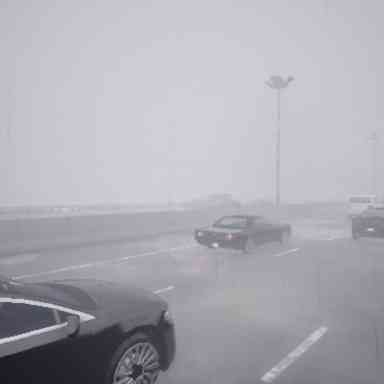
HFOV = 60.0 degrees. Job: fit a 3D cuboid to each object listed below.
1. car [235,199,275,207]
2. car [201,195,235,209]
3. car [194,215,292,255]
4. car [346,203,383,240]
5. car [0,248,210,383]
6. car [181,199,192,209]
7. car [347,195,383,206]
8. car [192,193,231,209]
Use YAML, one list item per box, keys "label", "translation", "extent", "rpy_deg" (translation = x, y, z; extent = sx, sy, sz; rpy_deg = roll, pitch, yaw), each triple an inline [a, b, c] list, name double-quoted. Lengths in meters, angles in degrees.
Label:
- label: "car"
  translation: [7.090, 1.500, 35.623]
  extent: [1.882, 1.535, 5.008]
  rpy_deg: [1, 0, 41]
- label: "car"
  translation: [3.636, 1.469, 36.969]
  extent: [1.882, 1.535, 5.008]
  rpy_deg: [1, 0, 41]
- label: "car"
  translation: [2.280, 1.604, 13.530]
  extent: [1.895, 1.301, 4.718]
  rpy_deg: [1, 0, 41]
- label: "car"
  translation: [9.506, 1.540, 16.598]
  extent: [1.882, 1.535, 5.008]
  rpy_deg: [1, 0, 41]
- label: "car"
  translation: [-2.211, 1.467, 2.929]
  extent: [2.128, 1.511, 4.902]
  rpy_deg: [1, 0, 41]
- label: "car"
  translation: [0.505, 1.521, 44.073]
  extent: [1.994, 1.385, 4.181]
  rpy_deg: [1, 0, 41]
- label: "car"
  translation: [14.859, 1.318, 28.249]
  extent: [2.150, 2.045, 5.566]
  rpy_deg: [1, 0, 40]
- label: "car"
  translation: [2.991, 1.203, 41.598]
  extent: [2.150, 2.045, 5.566]
  rpy_deg: [1, 0, 41]
